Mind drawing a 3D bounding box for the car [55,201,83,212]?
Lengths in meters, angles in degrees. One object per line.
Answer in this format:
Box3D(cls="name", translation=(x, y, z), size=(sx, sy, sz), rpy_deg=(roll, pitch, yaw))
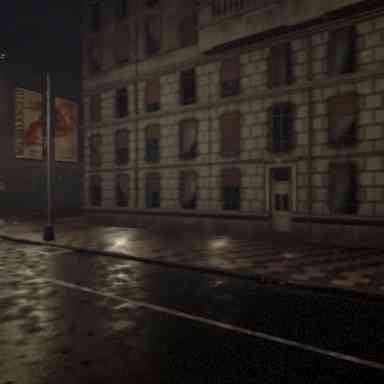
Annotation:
Box3D(cls="car", translation=(-14.786, 1.774, 42.171), size=(1.895, 1.301, 4.718), rpy_deg=(0, 0, 36))
